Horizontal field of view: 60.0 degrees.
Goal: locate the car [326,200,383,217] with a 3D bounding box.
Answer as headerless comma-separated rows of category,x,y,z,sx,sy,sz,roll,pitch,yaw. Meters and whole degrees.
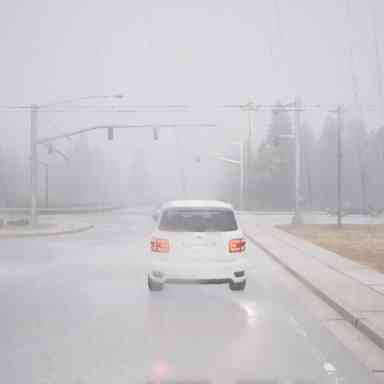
car,14.898,1.522,30.543,4.902,1.511,2.128,0,0,1

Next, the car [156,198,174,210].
car,-3.593,1.552,44.988,2.033,1.411,5.357,0,0,0

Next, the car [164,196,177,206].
car,-3.566,1.511,55.175,1.837,1.490,4.892,0,0,0

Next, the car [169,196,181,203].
car,-3.378,1.499,67.954,2.128,1.511,4.902,0,0,1

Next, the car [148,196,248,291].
car,0.067,1.219,9.136,2.150,2.045,5.566,0,0,-2
